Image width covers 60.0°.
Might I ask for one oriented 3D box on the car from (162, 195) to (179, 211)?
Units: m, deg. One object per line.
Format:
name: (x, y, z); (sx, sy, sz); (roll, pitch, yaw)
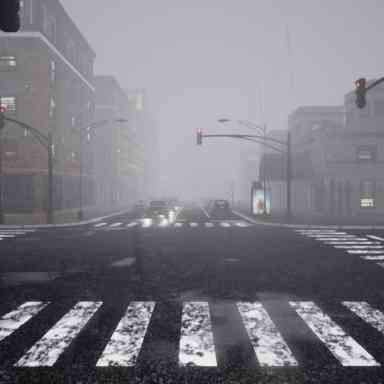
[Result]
car: (-3.076, 1.506, 41.435); (2.128, 1.511, 4.902); (0, 0, 0)

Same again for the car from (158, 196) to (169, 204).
car: (-5.659, 1.565, 65.796); (1.752, 1.417, 4.829); (0, 0, 0)

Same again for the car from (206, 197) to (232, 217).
car: (2.701, 1.446, 31.793); (1.967, 1.590, 4.097); (0, 0, 0)

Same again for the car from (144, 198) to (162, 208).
car: (-5.668, 1.571, 48.876); (2.008, 1.369, 4.403); (0, 0, 0)

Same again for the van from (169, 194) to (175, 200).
van: (-5.645, 1.430, 94.449); (1.690, 1.788, 3.998); (-1, 0, 0)

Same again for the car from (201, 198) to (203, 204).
car: (2.712, 1.571, 48.884); (2.008, 1.369, 4.403); (0, 0, 0)

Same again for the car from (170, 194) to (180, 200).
car: (-3.051, 1.514, 54.130); (2.128, 1.511, 4.902); (0, 0, 0)

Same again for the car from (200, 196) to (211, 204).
car: (2.722, 1.591, 65.974); (2.008, 1.369, 4.403); (-1, 0, 0)

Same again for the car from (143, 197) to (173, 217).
car: (-3.084, 1.510, 30.925); (1.837, 1.490, 4.892); (0, 0, 0)

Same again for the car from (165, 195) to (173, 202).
car: (-5.650, 1.592, 82.885); (1.752, 1.417, 4.829); (-1, 0, 0)

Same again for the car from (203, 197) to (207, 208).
car: (2.709, 1.597, 43.187); (1.802, 1.307, 4.206); (0, 0, 0)

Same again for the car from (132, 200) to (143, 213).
car: (-5.675, 1.561, 37.483); (2.008, 1.369, 4.403); (0, 0, 0)

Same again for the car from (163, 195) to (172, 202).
car: (-5.654, 1.497, 77.358); (1.967, 1.590, 4.097); (0, 0, 0)
